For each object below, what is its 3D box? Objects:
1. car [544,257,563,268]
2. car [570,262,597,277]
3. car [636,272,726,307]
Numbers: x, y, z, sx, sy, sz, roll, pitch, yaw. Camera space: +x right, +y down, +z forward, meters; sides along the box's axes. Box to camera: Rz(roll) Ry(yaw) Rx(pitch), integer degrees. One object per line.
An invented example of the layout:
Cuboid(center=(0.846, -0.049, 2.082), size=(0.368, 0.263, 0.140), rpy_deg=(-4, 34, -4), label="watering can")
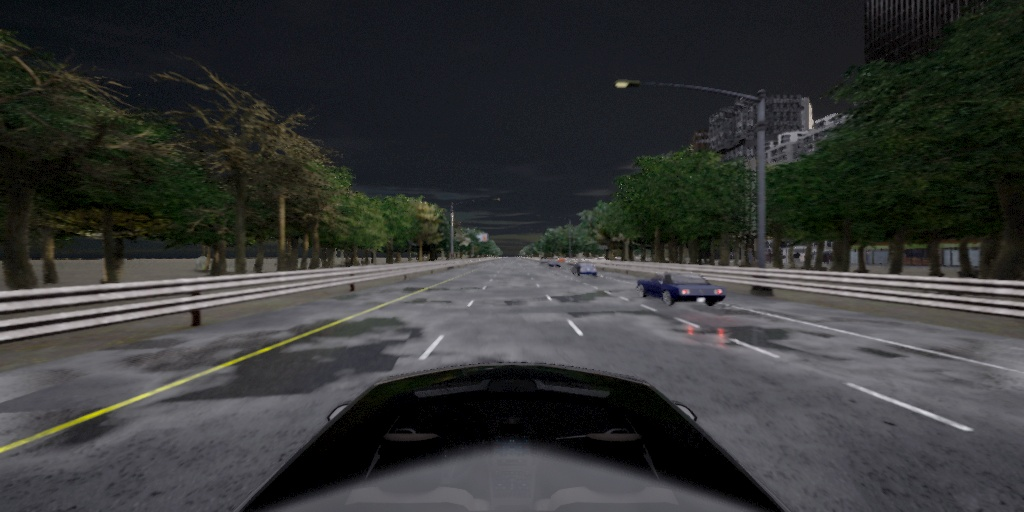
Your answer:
Cuboid(center=(7.060, 1.353, 61.460), size=(1.895, 1.301, 4.718), rpy_deg=(0, 0, 0), label="car")
Cuboid(center=(7.032, 1.302, 35.465), size=(2.033, 1.411, 5.357), rpy_deg=(0, 0, 0), label="car")
Cuboid(center=(7.011, 1.354, 15.526), size=(1.895, 1.301, 4.718), rpy_deg=(0, 0, 0), label="car")
